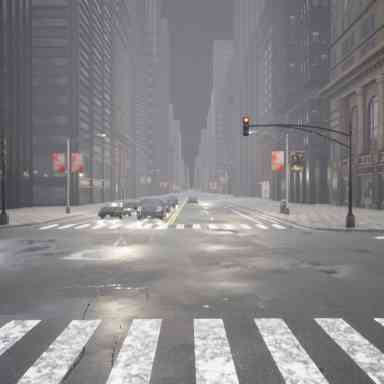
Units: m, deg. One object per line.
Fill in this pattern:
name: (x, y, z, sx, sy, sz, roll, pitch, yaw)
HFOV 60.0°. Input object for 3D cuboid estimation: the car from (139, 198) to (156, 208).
car: (-6.575, 1.564, 49.483, 1.895, 1.301, 4.718, 0, 0, 0)

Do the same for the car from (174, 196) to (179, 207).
car: (-3.329, 1.529, 47.414, 1.994, 1.385, 4.181, 0, 0, 0)

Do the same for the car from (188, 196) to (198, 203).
car: (0.121, 1.479, 65.619, 2.033, 1.411, 5.357, 0, 0, 0)

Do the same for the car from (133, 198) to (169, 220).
car: (-3.333, 1.337, 28.040, 2.097, 1.767, 4.553, 0, 0, 0)

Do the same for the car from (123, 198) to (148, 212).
car: (-6.576, 1.522, 39.397, 2.033, 1.411, 5.357, 0, 0, 0)

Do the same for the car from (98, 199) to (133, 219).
car: (-6.557, 1.531, 29.298, 2.033, 1.411, 5.357, 0, 0, 4)

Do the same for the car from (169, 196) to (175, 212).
car: (-3.328, 1.523, 37.515, 2.033, 1.411, 5.357, 0, 0, 0)

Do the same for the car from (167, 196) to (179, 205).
car: (-3.286, 1.454, 57.788, 1.837, 1.490, 4.892, 0, 0, 0)
